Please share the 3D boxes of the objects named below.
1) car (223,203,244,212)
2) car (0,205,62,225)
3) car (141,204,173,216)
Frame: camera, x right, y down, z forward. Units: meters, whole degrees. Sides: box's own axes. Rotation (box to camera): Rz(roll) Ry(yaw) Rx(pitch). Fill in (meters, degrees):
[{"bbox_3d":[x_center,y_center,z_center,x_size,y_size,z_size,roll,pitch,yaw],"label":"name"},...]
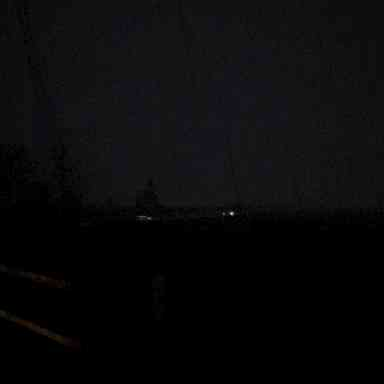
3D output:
[{"bbox_3d":[6.934,2.535,54.943,1.837,1.490,4.892,1,-1,36],"label":"car"},{"bbox_3d":[-13.299,1.796,26.810,2.033,1.411,5.357,1,-1,36],"label":"car"},{"bbox_3d":[-4.139,2.148,39.617,1.994,1.385,4.181,1,-1,36],"label":"car"}]
